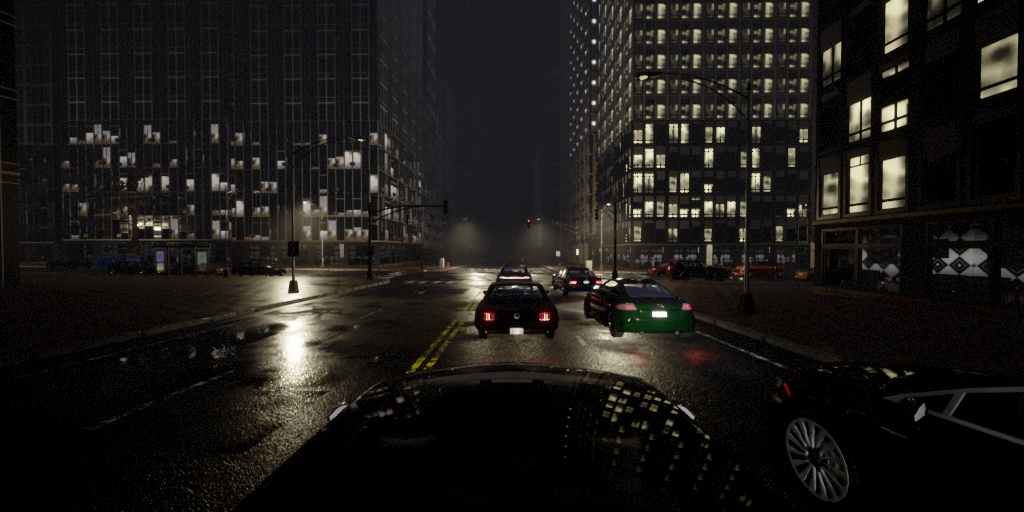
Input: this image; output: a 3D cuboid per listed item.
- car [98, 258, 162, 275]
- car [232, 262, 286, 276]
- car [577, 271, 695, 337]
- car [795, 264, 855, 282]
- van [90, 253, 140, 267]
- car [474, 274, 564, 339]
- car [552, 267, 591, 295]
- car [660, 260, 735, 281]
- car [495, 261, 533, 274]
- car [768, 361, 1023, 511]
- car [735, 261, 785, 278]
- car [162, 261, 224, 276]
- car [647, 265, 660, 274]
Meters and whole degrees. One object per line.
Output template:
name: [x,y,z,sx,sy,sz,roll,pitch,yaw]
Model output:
car: [-34.066,1.069,32.514,4.313,1.339,1.948,0,0,1]
car: [-22.701,1.173,32.196,4.313,1.339,1.948,0,0,1]
car: [3.366,1.310,10.258,1.994,1.385,4.181,0,0,-1]
car: [27.671,1.578,31.416,4.829,1.417,1.751,0,0,1]
van: [-45.247,0.604,41.187,3.998,1.789,1.690,0,0,1]
car: [0.108,1.347,10.030,1.895,1.301,4.718,0,0,0]
car: [3.402,1.288,19.487,2.033,1.411,5.357,0,0,-3]
car: [16.223,1.268,31.625,5.009,1.841,2.192,0,0,1]
car: [0.117,1.232,19.286,2.128,1.511,4.902,0,0,0]
car: [3.340,1.242,1.428,2.128,1.511,4.902,0,0,0]
car: [25.512,1.294,37.230,4.553,1.767,2.097,1,1,1]
car: [-28.385,1.138,32.335,4.207,1.307,1.802,0,0,1]
car: [16.315,1.425,37.401,4.181,1.385,1.994,1,1,1]
